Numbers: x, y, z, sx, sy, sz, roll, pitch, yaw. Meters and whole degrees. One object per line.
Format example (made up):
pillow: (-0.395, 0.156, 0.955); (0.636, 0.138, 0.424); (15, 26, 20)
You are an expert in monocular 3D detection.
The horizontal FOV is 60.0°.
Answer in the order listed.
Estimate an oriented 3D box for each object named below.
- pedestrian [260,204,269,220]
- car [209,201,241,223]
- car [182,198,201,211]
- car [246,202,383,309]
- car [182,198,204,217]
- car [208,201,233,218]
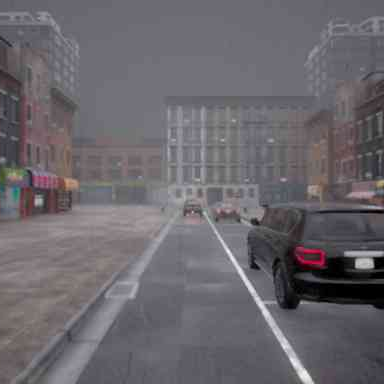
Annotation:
pedestrian: (2.543, 1.305, 11.244); (0.375, 1.860, 0.375); (0, -1, 0)
car: (2.644, 1.471, 26.138); (1.967, 1.590, 4.097); (0, 0, 0)
car: (-0.161, 1.553, 42.633); (2.128, 1.511, 4.902); (0, 0, -4)
car: (2.750, 1.232, 7.984); (2.150, 2.045, 5.566); (0, 0, 0)
car: (0.074, 1.544, 31.960); (1.837, 1.490, 4.892); (0, 0, 0)
car: (2.643, 1.590, 31.642); (2.008, 1.369, 4.403); (0, 0, 0)
